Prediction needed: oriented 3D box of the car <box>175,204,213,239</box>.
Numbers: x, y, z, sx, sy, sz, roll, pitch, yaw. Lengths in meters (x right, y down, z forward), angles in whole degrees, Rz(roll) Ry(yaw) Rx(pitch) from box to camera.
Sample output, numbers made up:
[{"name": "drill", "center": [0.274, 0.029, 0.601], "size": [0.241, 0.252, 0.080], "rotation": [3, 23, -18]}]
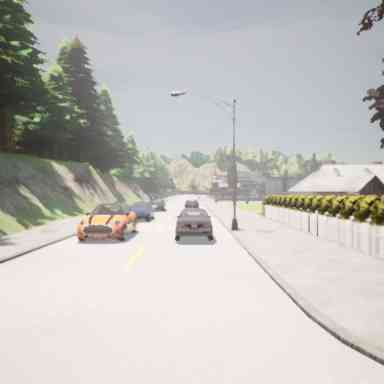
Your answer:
[{"name": "car", "center": [0.094, 1.548, 17.189], "size": [2.033, 1.411, 5.357], "rotation": [0, 0, 0]}]

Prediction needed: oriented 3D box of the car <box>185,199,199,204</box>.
[{"name": "car", "center": [-0.004, 1.566, 43.982], "size": [1.994, 1.385, 4.181], "rotation": [0, 0, 0]}]

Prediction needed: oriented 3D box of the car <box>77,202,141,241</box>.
[{"name": "car", "center": [-4.094, 1.352, 16.646], "size": [2.097, 1.767, 4.553], "rotation": [0, 0, 0]}]

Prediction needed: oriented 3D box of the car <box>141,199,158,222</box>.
[{"name": "car", "center": [-4.089, 1.526, 26.566], "size": [1.812, 1.442, 4.674], "rotation": [0, 0, 0]}]

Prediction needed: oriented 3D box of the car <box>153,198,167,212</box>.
[{"name": "car", "center": [-4.072, 1.491, 39.193], "size": [2.128, 1.511, 4.902], "rotation": [0, 0, 0]}]
